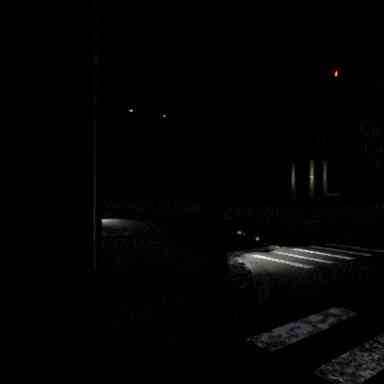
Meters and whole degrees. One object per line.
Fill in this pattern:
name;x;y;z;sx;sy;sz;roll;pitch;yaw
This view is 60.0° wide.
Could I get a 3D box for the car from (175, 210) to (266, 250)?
car;1.084;1.529;14.699;1.812;1.442;4.674;0;0;-39
